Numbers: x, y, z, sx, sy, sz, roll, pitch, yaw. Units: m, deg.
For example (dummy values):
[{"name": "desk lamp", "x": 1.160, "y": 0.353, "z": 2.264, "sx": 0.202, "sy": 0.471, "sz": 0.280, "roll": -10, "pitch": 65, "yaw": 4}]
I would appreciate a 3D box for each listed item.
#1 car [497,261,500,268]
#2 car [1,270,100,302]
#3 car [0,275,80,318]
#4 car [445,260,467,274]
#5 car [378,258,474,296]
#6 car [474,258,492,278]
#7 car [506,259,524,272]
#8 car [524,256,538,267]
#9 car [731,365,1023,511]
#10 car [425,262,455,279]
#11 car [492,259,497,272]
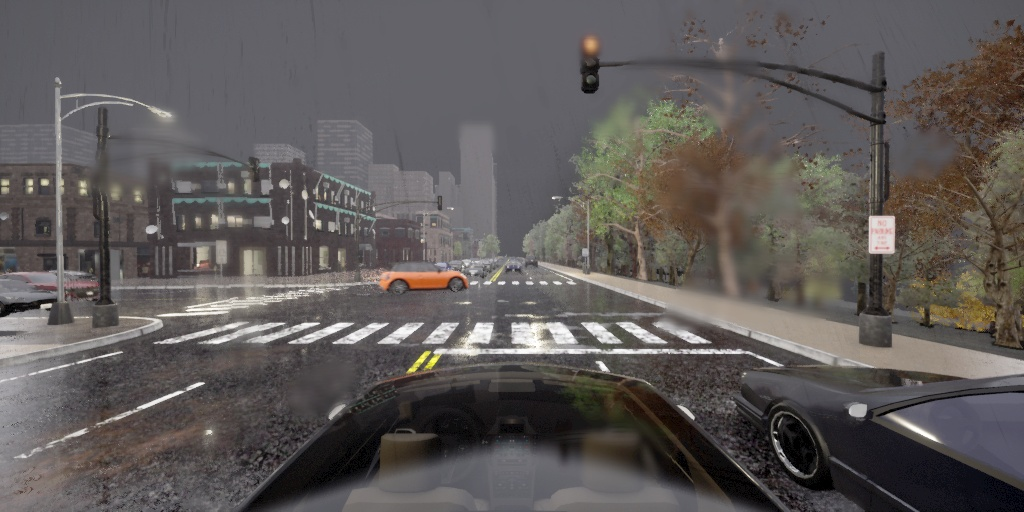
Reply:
[{"name": "car", "x": -3.278, "y": 1.224, "z": 51.776, "sx": 2.128, "sy": 1.511, "sz": 4.902, "roll": 0, "pitch": 0, "yaw": 0}, {"name": "car", "x": -21.792, "y": 1.470, "z": 16.392, "sx": 5.008, "sy": 1.535, "sz": 1.882, "roll": -1, "pitch": 1, "yaw": 0}, {"name": "car", "x": -19.932, "y": 1.564, "z": 13.681, "sx": 4.313, "sy": 1.339, "sz": 1.948, "roll": 0, "pitch": 0, "yaw": 0}, {"name": "car", "x": -6.543, "y": 1.241, "z": 42.241, "sx": 1.837, "sy": 1.490, "sz": 4.892, "roll": 0, "pitch": 0, "yaw": 0}, {"name": "car", "x": -4.721, "y": 1.096, "z": 19.391, "sx": 4.553, "sy": 1.767, "sz": 2.097, "roll": 0, "pitch": 0, "yaw": -31}, {"name": "car", "x": -3.305, "y": 1.232, "z": 32.968, "sx": 2.128, "sy": 1.511, "sz": 4.902, "roll": 0, "pitch": 0, "yaw": 0}, {"name": "car", "x": 0.157, "y": 1.336, "z": 44.658, "sx": 1.895, "sy": 1.301, "sz": 4.718, "roll": 0, "pitch": 0, "yaw": 0}, {"name": "car", "x": 3.428, "y": 0.948, "z": 64.252, "sx": 2.150, "sy": 2.045, "sz": 5.566, "roll": 0, "pitch": 0, "yaw": 0}, {"name": "car", "x": 3.350, "y": 1.297, "z": 1.504, "sx": 2.033, "sy": 1.411, "sz": 5.357, "roll": 0, "pitch": 0, "yaw": 0}, {"name": "car", "x": -6.557, "y": 1.266, "z": 32.981, "sx": 1.812, "sy": 1.442, "sz": 4.674, "roll": 0, "pitch": 0, "yaw": 0}, {"name": "car", "x": -3.292, "y": 1.228, "z": 42.373, "sx": 2.128, "sy": 1.511, "sz": 4.902, "roll": 0, "pitch": 0, "yaw": 0}]
